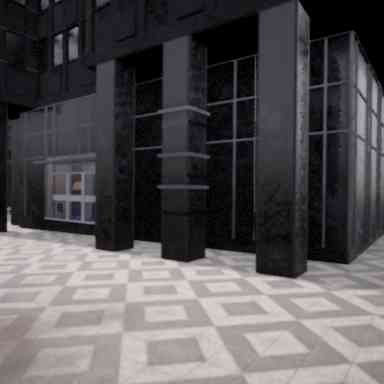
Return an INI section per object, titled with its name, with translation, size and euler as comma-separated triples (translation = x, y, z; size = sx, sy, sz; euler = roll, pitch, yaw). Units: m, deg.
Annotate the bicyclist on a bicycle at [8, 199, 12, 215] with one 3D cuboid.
[bicyclist on a bicycle]
translation = -18.578, 1.593, 34.432
size = 1.656, 1.620, 0.582
euler = 0, 0, 36
